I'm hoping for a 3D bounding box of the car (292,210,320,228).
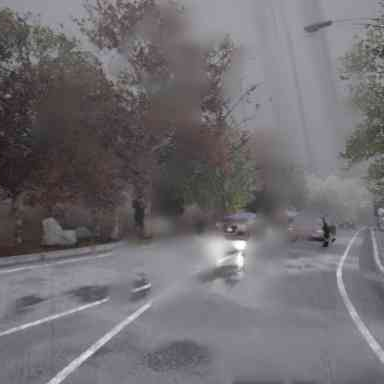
[{"bbox_3d":[12.787,3.036,37.099,2.097,1.767,4.553,1,-4,28],"label":"car"}]

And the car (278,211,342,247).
[{"bbox_3d":[6.083,1.839,16.721,2.033,1.411,5.357,1,-2,28],"label":"car"}]

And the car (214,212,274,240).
[{"bbox_3d":[2.837,1.802,18.531,1.994,1.385,4.181,1,-2,29],"label":"car"}]

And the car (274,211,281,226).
[{"bbox_3d":[7.981,2.341,28.118,1.882,1.535,5.008,1,-4,28],"label":"car"}]

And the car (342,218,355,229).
[{"bbox_3d":[20.489,4.149,44.015,1.895,1.301,4.718,1,-4,28],"label":"car"}]
